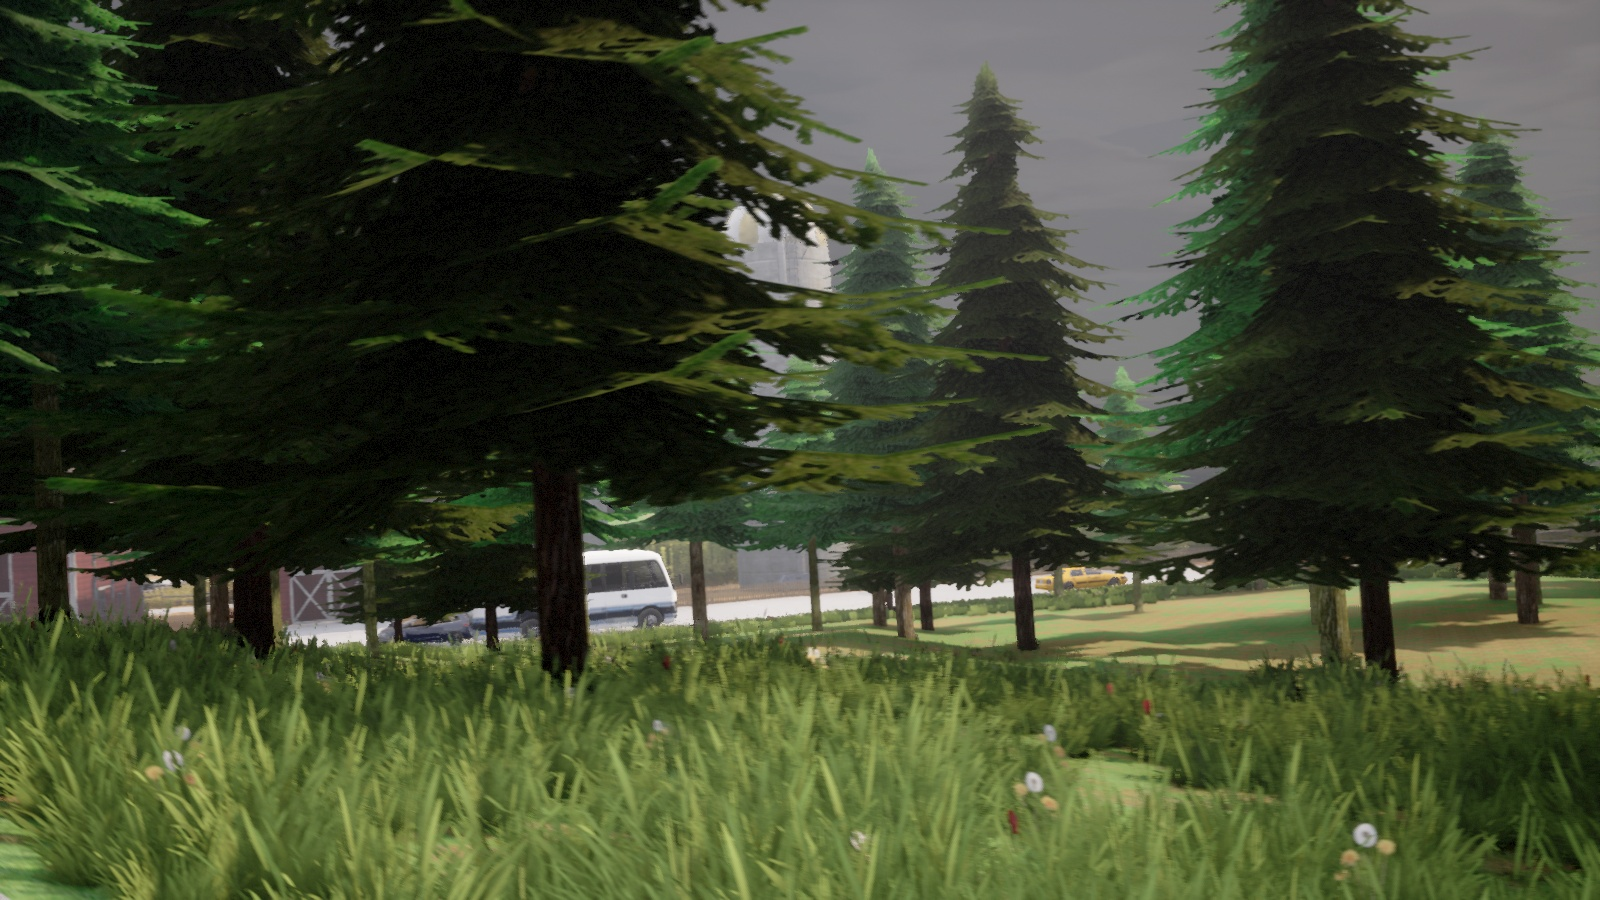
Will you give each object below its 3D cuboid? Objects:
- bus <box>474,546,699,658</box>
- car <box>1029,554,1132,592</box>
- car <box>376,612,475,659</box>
[{"bbox_3d":[-10.599,7.366,62.150,10.273,4.253,3.944,-4,-2,-18],"label":"bus"},{"bbox_3d":[15.809,6.919,70.819,5.366,1.575,1.801,-4,-2,-18],"label":"car"},{"bbox_3d":[-18.804,9.287,63.026,4.611,1.667,2.242,-4,-2,-18],"label":"car"}]
